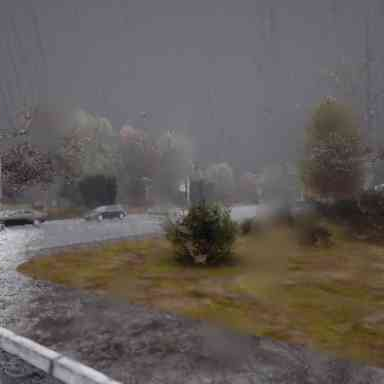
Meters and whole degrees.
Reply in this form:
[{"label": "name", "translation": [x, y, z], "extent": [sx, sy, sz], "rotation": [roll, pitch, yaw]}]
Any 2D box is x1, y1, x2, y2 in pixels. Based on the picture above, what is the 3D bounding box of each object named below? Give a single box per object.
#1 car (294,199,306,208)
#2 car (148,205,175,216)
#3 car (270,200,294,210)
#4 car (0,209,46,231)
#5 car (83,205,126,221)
[{"label": "car", "translation": [18.209, 2.014, 56.816], "extent": [1.837, 1.490, 4.892], "rotation": [-2, -2, 33]}, {"label": "car", "translation": [-3.567, 2.277, 42.357], "extent": [1.895, 1.301, 4.718], "rotation": [-2, -1, 32]}, {"label": "car", "translation": [12.857, 1.988, 48.414], "extent": [1.994, 1.385, 4.181], "rotation": [-2, -2, 32]}, {"label": "car", "translation": [-13.975, 2.114, 26.131], "extent": [2.128, 1.511, 4.902], "rotation": [-2, -1, 32]}, {"label": "car", "translation": [-8.855, 2.142, 33.992], "extent": [1.837, 1.490, 4.892], "rotation": [-2, -1, 32]}]
